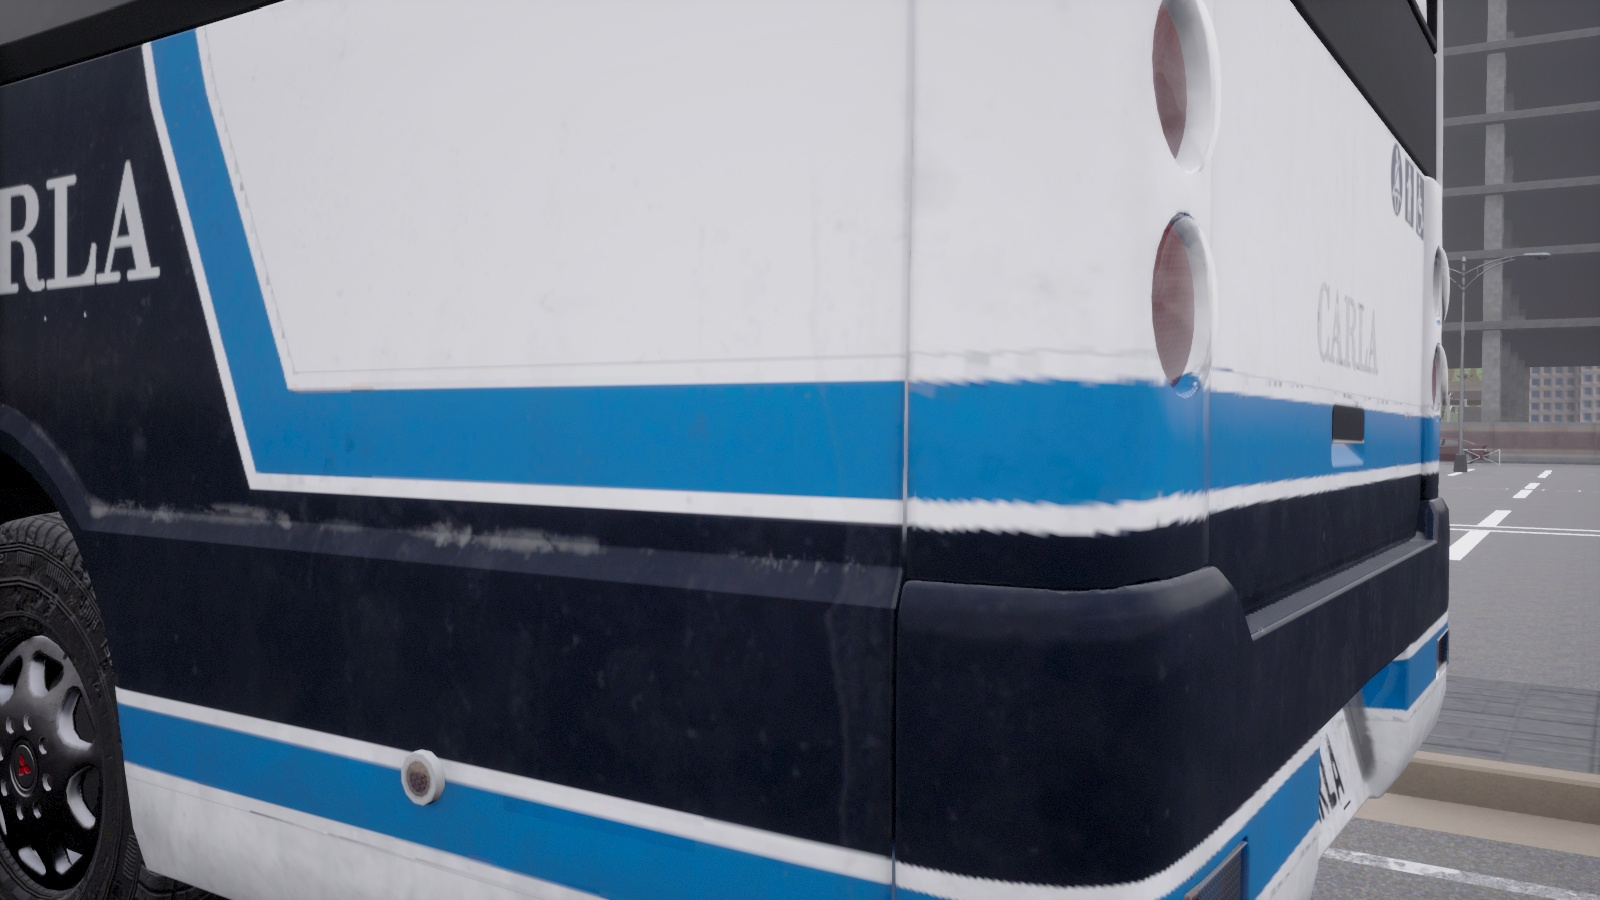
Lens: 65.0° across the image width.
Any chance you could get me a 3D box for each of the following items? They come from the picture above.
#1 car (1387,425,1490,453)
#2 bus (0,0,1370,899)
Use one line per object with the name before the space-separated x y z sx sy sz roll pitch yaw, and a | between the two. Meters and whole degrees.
car | 35.835 -0.633 70.471 5.008 1.535 1.882 0 1 32
bus | -3.296 -0.694 5.768 10.273 4.253 3.944 0 1 33
